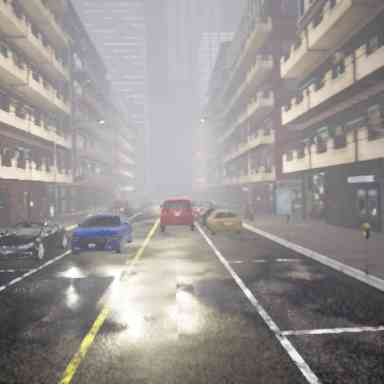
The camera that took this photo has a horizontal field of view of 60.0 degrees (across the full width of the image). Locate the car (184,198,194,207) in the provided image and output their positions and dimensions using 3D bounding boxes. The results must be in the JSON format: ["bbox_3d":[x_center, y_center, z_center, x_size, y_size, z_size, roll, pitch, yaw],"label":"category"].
[{"bbox_3d":[-0.650,1.998,64.116,1.752,1.417,4.829,-2,0,-3],"label":"car"}]

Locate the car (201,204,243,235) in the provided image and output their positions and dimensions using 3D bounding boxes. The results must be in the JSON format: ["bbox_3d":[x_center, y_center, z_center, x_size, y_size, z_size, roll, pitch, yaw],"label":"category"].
[{"bbox_3d":[1.770,1.613,19.366,1.752,1.417,4.829,-2,0,-3],"label":"car"}]

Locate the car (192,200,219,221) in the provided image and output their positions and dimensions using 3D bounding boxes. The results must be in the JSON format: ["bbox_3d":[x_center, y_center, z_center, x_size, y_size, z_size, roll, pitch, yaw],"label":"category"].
[{"bbox_3d":[1.170,1.622,30.385,1.967,1.590,4.097,-2,0,-3],"label":"car"}]

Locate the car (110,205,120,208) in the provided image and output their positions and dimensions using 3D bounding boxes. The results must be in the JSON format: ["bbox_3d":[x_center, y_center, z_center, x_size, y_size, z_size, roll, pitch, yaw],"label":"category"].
[{"bbox_3d":[-6.888,1.915,24.364,2.008,1.369,4.403,-2,0,-3],"label":"car"}]

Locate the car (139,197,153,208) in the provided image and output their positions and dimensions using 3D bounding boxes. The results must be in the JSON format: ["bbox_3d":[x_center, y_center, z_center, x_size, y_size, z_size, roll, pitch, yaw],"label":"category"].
[{"bbox_3d":[-9.007,2.253,63.520,2.008,1.369,4.403,-2,0,-3],"label":"car"}]

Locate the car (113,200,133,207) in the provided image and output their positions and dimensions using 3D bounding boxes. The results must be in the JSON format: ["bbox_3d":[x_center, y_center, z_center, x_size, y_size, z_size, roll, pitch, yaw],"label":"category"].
[{"bbox_3d":[-7.503,1.776,35.553,2.192,1.841,5.009,-2,0,-3],"label":"car"}]

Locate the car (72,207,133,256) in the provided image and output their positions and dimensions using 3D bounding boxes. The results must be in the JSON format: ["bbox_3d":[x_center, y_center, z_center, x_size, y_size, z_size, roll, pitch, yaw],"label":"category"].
[{"bbox_3d":[-3.755,1.685,14.574,1.882,1.535,5.008,-2,0,-3],"label":"car"}]

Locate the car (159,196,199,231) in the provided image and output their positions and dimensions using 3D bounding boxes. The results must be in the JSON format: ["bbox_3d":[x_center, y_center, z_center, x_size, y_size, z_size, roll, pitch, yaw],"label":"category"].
[{"bbox_3d":[-0.993,1.409,22.233,2.150,2.045,5.566,-2,0,-3],"label":"car"}]

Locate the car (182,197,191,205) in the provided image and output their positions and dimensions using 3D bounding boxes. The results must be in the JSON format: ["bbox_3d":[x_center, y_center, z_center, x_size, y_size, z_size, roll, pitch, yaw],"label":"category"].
[{"bbox_3d":[-1.250,2.009,75.134,1.967,1.590,4.097,-2,0,-3],"label":"car"}]

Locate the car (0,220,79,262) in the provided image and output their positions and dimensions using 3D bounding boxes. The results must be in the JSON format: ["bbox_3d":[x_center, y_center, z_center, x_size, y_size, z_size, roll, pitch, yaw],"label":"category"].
[{"bbox_3d":[-6.283,1.820,13.177,2.008,1.369,4.403,-2,0,-3],"label":"car"}]

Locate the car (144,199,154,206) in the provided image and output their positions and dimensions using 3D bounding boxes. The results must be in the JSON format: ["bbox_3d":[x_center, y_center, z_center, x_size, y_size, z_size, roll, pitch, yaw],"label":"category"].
[{"bbox_3d":[-9.610,2.381,74.707,1.802,1.307,4.206,-2,0,-3],"label":"car"}]

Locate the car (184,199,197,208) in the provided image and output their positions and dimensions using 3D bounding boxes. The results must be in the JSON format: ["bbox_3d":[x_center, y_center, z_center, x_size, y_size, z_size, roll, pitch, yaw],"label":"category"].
[{"bbox_3d":[-0.338,1.974,58.353,2.008,1.369,4.403,-2,0,-3],"label":"car"}]

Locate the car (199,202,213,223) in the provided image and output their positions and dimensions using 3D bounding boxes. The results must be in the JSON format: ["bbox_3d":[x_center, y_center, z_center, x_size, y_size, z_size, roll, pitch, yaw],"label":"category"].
[{"bbox_3d":[1.478,1.699,24.790,1.947,1.339,4.313,-2,0,-3],"label":"car"}]

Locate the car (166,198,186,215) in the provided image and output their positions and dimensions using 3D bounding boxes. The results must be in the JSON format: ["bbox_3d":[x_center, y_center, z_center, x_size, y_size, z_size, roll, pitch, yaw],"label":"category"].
[{"bbox_3d":[-1.890,1.679,38.947,2.097,1.767,4.553,-2,-1,-3],"label":"car"}]

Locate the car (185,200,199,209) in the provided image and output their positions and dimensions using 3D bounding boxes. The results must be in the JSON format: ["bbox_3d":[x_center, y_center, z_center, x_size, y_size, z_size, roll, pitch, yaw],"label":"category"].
[{"bbox_3d":[-0.035,1.940,52.758,1.947,1.339,4.313,-2,0,-3],"label":"car"}]

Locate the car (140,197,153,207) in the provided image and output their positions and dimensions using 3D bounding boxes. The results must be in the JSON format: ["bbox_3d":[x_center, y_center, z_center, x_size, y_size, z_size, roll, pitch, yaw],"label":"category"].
[{"bbox_3d":[-9.319,2.066,69.115,2.192,1.841,5.009,-2,0,-3],"label":"car"}]

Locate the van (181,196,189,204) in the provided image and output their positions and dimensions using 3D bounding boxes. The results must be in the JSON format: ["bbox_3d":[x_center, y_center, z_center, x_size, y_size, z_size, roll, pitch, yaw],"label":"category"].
[{"bbox_3d":[-1.860,2.008,86.322,1.690,1.788,3.998,-2,0,-3],"label":"van"}]
